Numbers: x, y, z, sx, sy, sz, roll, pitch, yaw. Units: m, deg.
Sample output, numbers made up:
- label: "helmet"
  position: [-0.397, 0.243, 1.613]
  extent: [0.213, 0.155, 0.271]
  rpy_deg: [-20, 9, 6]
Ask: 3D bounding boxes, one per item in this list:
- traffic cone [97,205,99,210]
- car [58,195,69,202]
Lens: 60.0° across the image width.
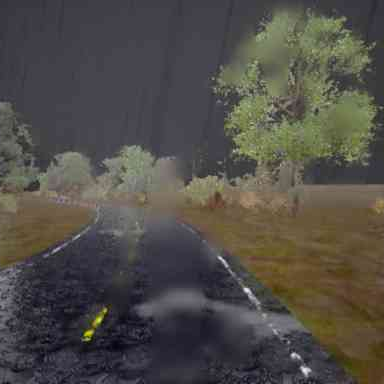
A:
- label: "traffic cone"
  position: [-11.660, 1.966, 41.440]
  extent: [0.340, 0.580, 0.340]
  rpy_deg: [0, 0, -20]
- label: "car"
  position: [-31.875, 1.614, 82.372]
  extent: [1.837, 1.490, 4.892]
  rpy_deg: [0, 0, -34]
